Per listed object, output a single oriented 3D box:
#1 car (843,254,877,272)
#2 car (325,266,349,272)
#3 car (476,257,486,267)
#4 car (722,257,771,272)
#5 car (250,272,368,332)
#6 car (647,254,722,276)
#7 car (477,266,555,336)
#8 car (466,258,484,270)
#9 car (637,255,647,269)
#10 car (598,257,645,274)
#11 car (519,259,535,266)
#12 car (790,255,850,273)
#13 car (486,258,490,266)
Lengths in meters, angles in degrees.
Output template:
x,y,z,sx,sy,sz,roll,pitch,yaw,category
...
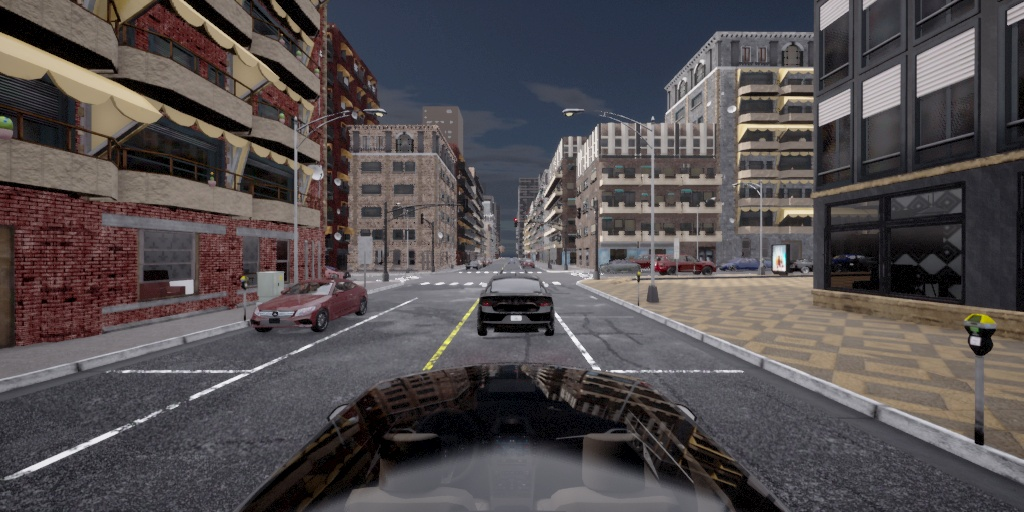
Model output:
x,y,z,sx,sy,sz,roll,pitch,yaw,category
31.340,0.717,30.901,4.313,1.339,1.948,0,0,-1,car
-17.187,1.610,33.046,4.181,1.385,1.994,-1,0,-1,car
-5.710,1.293,58.299,1.751,1.417,4.829,0,0,0,car
23.608,0.833,36.621,5.357,1.411,2.033,-1,0,-1,car
-5.744,1.332,10.763,1.802,1.307,4.207,0,0,0,car
14.700,0.778,30.750,5.009,1.841,2.192,0,0,-1,car
0.096,1.227,10.424,1.882,1.535,5.008,0,0,0,car
-5.708,1.330,52.786,1.948,1.339,4.313,0,0,0,car
14.562,0.764,39.129,5.009,1.841,2.192,0,0,-1,car
10.842,1.086,36.504,4.181,1.385,1.994,-1,0,0,car
2.670,1.207,58.474,1.967,1.591,4.097,0,0,0,car
25.793,0.822,30.850,4.313,1.339,1.948,0,0,-1,car
-5.712,1.086,64.151,2.192,1.841,5.009,0,0,0,car
